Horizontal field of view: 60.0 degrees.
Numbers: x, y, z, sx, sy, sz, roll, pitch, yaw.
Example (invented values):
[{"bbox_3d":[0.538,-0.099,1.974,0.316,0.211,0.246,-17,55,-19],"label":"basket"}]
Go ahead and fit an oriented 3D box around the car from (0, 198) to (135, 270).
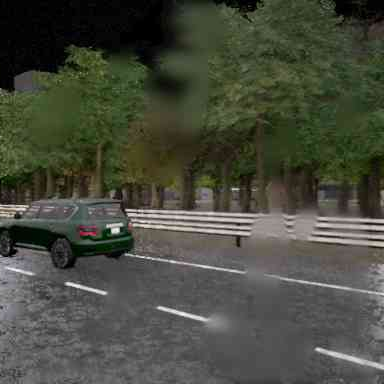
[{"bbox_3d":[-4.428,1.240,11.327,5.566,2.045,2.150,0,0,36],"label":"car"}]
